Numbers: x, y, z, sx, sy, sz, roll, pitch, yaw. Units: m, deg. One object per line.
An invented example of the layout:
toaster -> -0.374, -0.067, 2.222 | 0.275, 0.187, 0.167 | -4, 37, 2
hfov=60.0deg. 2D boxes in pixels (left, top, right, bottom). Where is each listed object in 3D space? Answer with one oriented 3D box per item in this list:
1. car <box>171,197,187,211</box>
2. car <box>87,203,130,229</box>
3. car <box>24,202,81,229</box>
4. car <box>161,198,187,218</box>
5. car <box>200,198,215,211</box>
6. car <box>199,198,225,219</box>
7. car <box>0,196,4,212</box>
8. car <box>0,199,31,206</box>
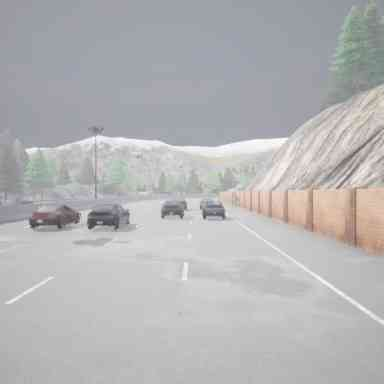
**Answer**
car -> -1.578, 1.478, 41.979 | 1.882, 1.535, 5.008 | 0, 0, 0
car -> -5.242, 1.505, 21.370 | 1.837, 1.490, 4.892 | 0, 0, 0
car -> -8.741, 1.526, 21.470 | 1.812, 1.442, 4.674 | 0, 0, 0
car -> -1.673, 1.505, 29.848 | 1.837, 1.490, 4.892 | 0, 0, 0
car -> 1.921, 1.526, 42.111 | 1.812, 1.442, 4.674 | 0, 0, 1
car -> 1.821, 1.492, 29.052 | 2.128, 1.511, 4.902 | 0, 0, 0
car -> -22.734, 1.350, 36.113 | 2.097, 1.767, 4.553 | 0, 0, 1
car -> -19.224, 1.496, 36.499 | 2.128, 1.511, 4.902 | 0, 0, 1
